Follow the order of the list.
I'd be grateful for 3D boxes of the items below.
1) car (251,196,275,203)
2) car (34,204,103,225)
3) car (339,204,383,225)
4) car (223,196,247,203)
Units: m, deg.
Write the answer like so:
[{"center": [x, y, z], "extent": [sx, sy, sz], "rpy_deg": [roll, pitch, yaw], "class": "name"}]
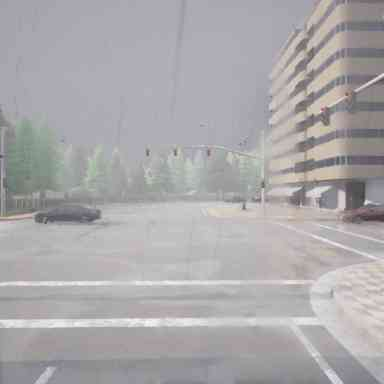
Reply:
[{"center": [14.171, 1.526, 67.955], "extent": [4.674, 1.442, 1.812], "rpy_deg": [0, 0, -34], "class": "car"}, {"center": [-8.793, 1.563, 23.850], "extent": [4.674, 1.442, 1.812], "rpy_deg": [0, 0, -1], "class": "car"}, {"center": [13.153, 1.582, 24.207], "extent": [4.674, 1.442, 1.812], "rpy_deg": [0, 0, -1], "class": "car"}, {"center": [8.858, 1.547, 68.251], "extent": [5.357, 1.411, 2.033], "rpy_deg": [0, 0, -38], "class": "car"}]
